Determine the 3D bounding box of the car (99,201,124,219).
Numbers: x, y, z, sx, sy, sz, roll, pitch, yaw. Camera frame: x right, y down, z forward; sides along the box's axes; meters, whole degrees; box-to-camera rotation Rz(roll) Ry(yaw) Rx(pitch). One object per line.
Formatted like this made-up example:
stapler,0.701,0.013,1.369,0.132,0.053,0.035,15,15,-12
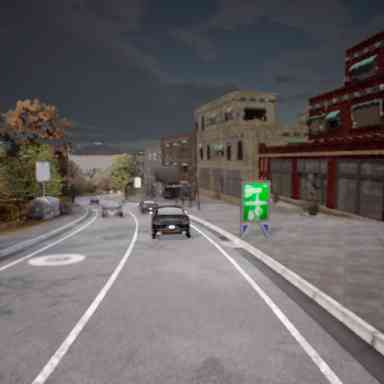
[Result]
car,-7.287,1.604,30.525,1.812,1.442,4.674,-1,0,-13

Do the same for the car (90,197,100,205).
car,-20.324,1.839,69.437,2.033,1.411,5.357,-2,0,-21

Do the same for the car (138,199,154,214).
car,-4.714,1.524,35.577,1.812,1.442,4.674,-2,0,-14

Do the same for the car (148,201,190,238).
car,-1.236,1.459,17.733,1.882,1.535,5.008,-1,0,-7
